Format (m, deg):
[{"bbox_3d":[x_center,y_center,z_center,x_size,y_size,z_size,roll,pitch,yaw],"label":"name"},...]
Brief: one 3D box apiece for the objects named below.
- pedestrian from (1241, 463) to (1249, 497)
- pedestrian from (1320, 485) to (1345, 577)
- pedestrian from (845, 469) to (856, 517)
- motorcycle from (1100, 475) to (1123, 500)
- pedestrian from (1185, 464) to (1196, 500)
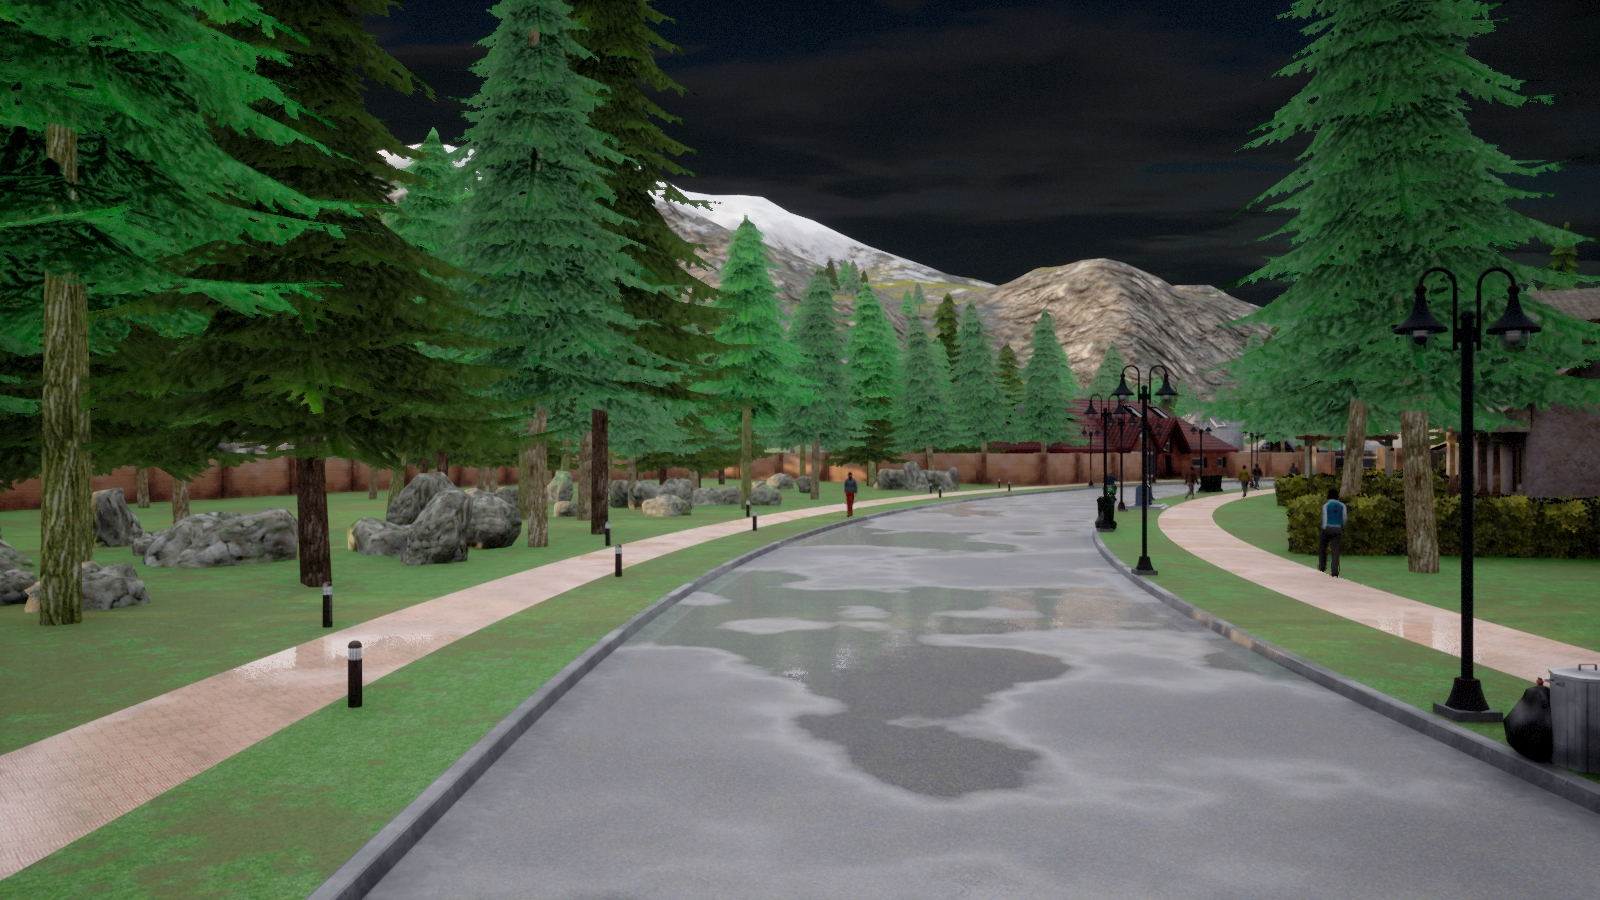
[{"bbox_3d":[24.684,1.662,63.387,0.375,1.860,0.375,0,0,26],"label":"pedestrian"},{"bbox_3d":[11.015,1.664,23.628,0.375,1.860,0.375,0,0,6],"label":"pedestrian"},{"bbox_3d":[1.950,1.665,44.449,0.375,1.860,0.375,0,0,11],"label":"pedestrian"},{"bbox_3d":[17.507,2.099,64.222,0.856,1.334,1.805,0,0,28],"label":"motorcycle"},{"bbox_3d":[20.259,1.663,59.270,0.375,1.860,0.375,0,0,-33],"label":"pedestrian"}]
